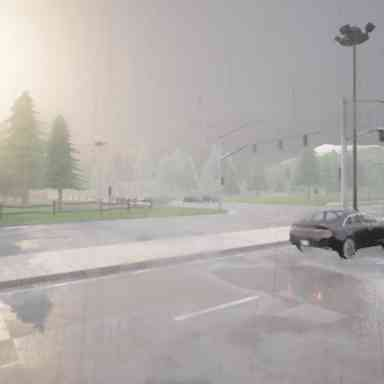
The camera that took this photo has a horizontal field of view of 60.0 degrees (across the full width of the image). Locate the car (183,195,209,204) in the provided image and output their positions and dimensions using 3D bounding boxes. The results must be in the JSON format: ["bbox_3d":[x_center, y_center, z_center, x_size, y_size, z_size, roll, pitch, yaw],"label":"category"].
[{"bbox_3d":[0.177,1.267,59.439,2.128,1.511,4.902,-1,0,-35],"label":"car"}]

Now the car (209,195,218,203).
[{"bbox_3d":[3.316,1.252,61.079,1.837,1.490,4.892,-1,0,-35],"label":"car"}]

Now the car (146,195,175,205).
[{"bbox_3d":[-5.236,1.432,54.929,1.895,1.301,4.718,-1,0,-35],"label":"car"}]

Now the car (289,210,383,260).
[{"bbox_3d":[5.609,1.408,12.127,4.902,1.511,2.128,-1,0,-36],"label":"car"}]

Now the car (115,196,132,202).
[{"bbox_3d":[-13.824,1.442,67.294,1.895,1.301,4.718,-1,0,-35],"label":"car"}]
